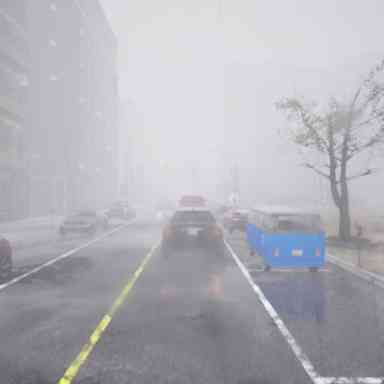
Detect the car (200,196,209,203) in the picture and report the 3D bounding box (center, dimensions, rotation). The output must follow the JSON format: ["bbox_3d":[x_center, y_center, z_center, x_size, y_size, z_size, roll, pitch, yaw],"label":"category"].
[{"bbox_3d":[2.684,1.565,73.114,1.947,1.339,4.313,1,0,0],"label":"car"}]

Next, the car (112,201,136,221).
[{"bbox_3d":[-5.813,1.437,27.114,1.967,1.590,4.097,1,0,0],"label":"car"}]

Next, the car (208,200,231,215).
[{"bbox_3d":[2.823,1.548,34.921,2.008,1.369,4.403,1,0,0],"label":"car"}]

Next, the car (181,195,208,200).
[{"bbox_3d":[0.028,1.221,26.869,2.150,2.045,5.566,0,0,0],"label":"car"}]

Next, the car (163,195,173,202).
[{"bbox_3d":[-5.697,1.544,78.723,1.887,1.381,4.507,1,0,0],"label":"car"}]

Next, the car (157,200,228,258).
[{"bbox_3d":[0.041,1.350,12.917,2.097,1.767,4.553,0,0,0],"label":"car"}]

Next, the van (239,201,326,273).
[{"bbox_3d":[2.729,1.340,10.460,1.690,1.788,3.998,1,0,0],"label":"van"}]

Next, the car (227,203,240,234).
[{"bbox_3d":[2.781,1.543,18.921,1.887,1.381,4.507,1,0,0],"label":"car"}]

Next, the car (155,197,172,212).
[{"bbox_3d":[-3.058,1.562,38.517,1.994,1.385,4.181,0,0,1],"label":"car"}]

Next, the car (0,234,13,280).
[{"bbox_3d":[-5.684,1.439,7.071,1.967,1.590,4.097,1,0,0],"label":"car"}]

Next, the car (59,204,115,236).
[{"bbox_3d":[-5.762,1.580,18.209,1.802,1.307,4.206,1,0,0],"label":"car"}]

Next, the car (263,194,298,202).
[{"bbox_3d":[13.692,1.400,51.555,4.206,1.307,1.802,0,0,0],"label":"car"}]

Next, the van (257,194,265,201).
[{"bbox_3d":[13.750,1.281,59.936,3.998,1.788,1.690,0,0,0],"label":"van"}]

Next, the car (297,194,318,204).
[{"bbox_3d":[19.278,1.213,59.898,5.009,1.841,2.192,0,0,0],"label":"car"}]

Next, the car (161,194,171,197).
[{"bbox_3d":[-5.692,1.314,73.152,2.192,1.841,5.009,1,0,0],"label":"car"}]

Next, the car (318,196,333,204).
[{"bbox_3d":[24.807,1.400,59.858,4.507,1.381,1.887,0,0,0],"label":"car"}]

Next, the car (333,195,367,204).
[{"bbox_3d":[24.746,1.174,51.479,4.097,1.590,1.967,0,0,0],"label":"car"}]

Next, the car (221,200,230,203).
[{"bbox_3d":[2.824,1.548,29.351,2.008,1.369,4.403,1,0,0],"label":"car"}]
